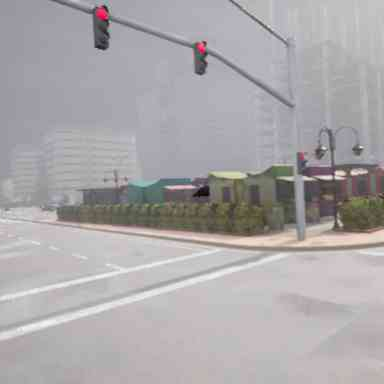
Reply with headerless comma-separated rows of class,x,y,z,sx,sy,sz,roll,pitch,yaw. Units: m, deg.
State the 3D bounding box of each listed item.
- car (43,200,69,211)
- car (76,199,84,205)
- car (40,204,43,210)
car,-25.430,2.504,63.204,3.866,1.878,1.905,-3,0,-41
car,-26.665,2.624,84.718,5.566,2.045,2.150,-3,0,-41
car,-27.295,2.602,65.415,4.605,1.855,1.932,-3,0,-41
